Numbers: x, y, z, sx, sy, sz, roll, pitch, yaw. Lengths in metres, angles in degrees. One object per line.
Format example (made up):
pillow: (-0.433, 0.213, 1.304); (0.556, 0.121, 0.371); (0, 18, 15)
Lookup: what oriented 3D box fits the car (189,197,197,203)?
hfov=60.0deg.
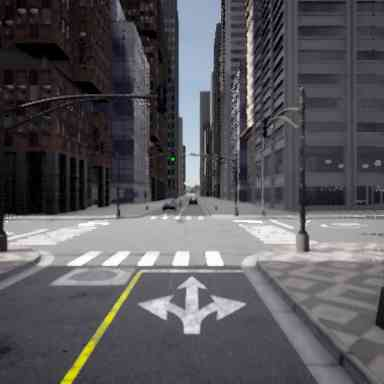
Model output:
car: (0.309, 1.947, 79.925); (1.837, 1.490, 4.892); (0, 0, 0)

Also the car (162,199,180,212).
car: (-2.949, 1.934, 44.648); (1.895, 1.301, 4.718); (0, 0, 1)

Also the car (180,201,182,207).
car: (-2.820, 2.020, 60.488); (1.994, 1.385, 4.181); (0, 0, 1)

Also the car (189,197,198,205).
car: (0.257, 1.998, 69.498); (1.882, 1.535, 5.008); (0, 0, 0)
